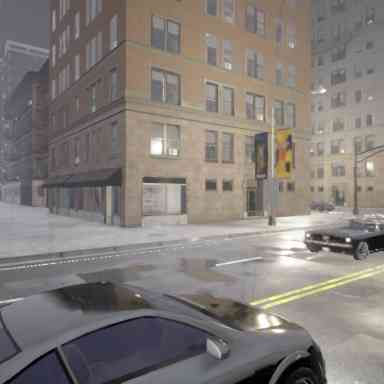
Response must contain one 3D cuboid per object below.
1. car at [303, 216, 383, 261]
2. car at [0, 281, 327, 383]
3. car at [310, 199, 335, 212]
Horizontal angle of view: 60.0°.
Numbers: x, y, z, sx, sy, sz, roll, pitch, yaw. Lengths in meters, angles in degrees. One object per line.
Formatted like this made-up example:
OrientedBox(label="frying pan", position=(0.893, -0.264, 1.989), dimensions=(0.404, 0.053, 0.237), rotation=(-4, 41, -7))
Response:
OrientedBox(label="car", position=(6.231, 1.604, 12.430), dimensions=(4.718, 1.301, 1.895), rotation=(0, 0, -37))
OrientedBox(label="car", position=(-0.644, 1.564, 2.970), dimensions=(4.181, 1.385, 1.994), rotation=(0, 0, -37))
OrientedBox(label="car", position=(14.086, 1.553, 38.152), dimensions=(1.994, 1.385, 4.181), rotation=(0, 0, -36))
